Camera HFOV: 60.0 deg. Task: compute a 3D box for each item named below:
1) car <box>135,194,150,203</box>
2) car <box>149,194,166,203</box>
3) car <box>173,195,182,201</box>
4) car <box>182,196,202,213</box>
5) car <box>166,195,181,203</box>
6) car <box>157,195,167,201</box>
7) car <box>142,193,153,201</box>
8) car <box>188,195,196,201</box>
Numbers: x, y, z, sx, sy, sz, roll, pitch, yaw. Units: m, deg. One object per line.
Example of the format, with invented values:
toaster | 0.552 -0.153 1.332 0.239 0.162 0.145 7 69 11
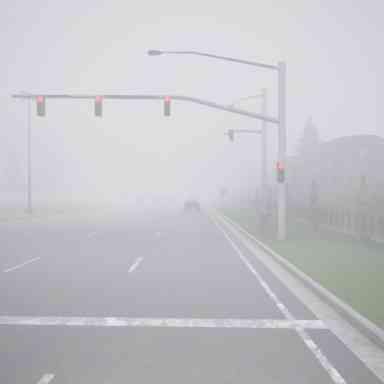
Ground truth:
car | -10.484 1.546 68.496 1.994 1.385 4.181 0 0 0
car | -6.984 1.460 68.112 1.882 1.535 5.008 0 0 0
car | -3.481 1.407 78.561 1.895 1.301 4.718 0 0 0
car | 0.009 1.494 37.497 1.837 1.490 4.892 0 0 0
car | -3.484 1.474 68.111 2.128 1.511 4.902 0 0 0
car | -6.981 1.364 78.532 1.994 1.385 4.181 0 0 0
car | -10.481 1.167 78.503 2.097 1.767 4.553 0 0 0
car | 0.019 1.336 78.530 1.812 1.442 4.674 0 0 0
